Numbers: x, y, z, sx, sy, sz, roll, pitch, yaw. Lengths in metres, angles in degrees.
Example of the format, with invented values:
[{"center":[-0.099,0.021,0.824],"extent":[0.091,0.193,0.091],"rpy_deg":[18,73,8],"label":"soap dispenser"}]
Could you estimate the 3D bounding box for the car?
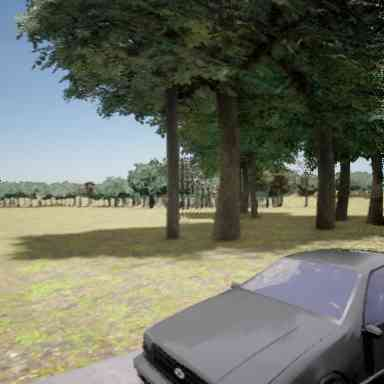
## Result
[{"center":[1.989,1.539,4.491],"extent":[5.357,1.411,2.033],"rpy_deg":[0,0,-36],"label":"car"}]
